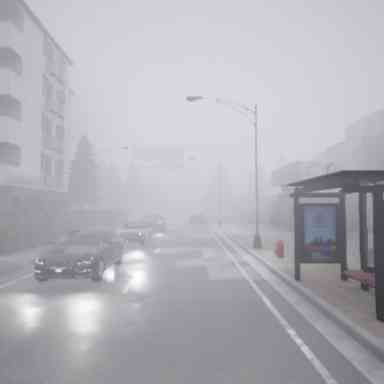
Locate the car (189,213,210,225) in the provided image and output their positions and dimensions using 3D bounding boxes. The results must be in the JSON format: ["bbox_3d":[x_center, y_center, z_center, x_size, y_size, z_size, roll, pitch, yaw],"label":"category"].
[{"bbox_3d":[1.040,3.540,42.995,2.128,1.511,4.902,-1,-6,16],"label":"car"}]

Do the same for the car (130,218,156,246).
[{"bbox_3d":[-3.597,2.514,20.674,1.895,1.301,4.718,0,-3,0],"label":"car"}]

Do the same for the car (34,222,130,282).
[{"bbox_3d":[-3.602,1.981,11.423,1.837,1.490,4.892,0,-3,0],"label":"car"}]

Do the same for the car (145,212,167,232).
[{"bbox_3d":[-3.560,2.745,30.843,2.097,1.767,4.553,0,-3,1],"label":"car"}]
